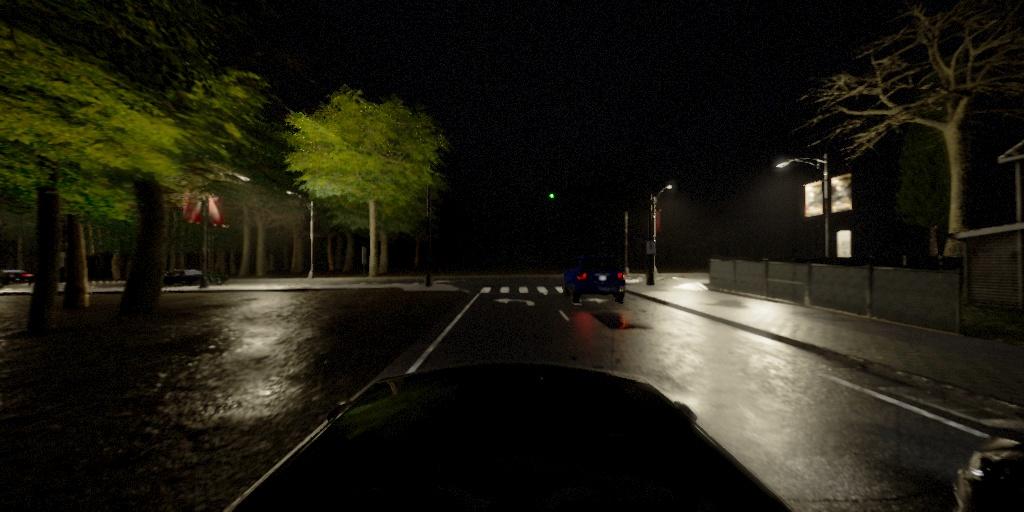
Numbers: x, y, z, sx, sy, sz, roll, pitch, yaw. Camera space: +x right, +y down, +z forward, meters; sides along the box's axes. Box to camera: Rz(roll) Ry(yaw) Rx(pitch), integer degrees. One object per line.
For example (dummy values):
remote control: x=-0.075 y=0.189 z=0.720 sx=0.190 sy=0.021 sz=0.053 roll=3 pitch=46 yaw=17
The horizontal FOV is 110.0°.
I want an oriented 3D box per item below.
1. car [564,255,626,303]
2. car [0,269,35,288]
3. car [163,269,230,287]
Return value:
car: x=3.728 y=0.975 z=16.910 sx=2.150 sy=2.045 sz=5.566 roll=0 pitch=0 yaw=3
car: x=-42.819 y=1.859 z=29.844 sx=4.902 sy=1.511 sz=2.128 roll=-1 pitch=-1 yaw=1
car: x=-23.739 y=1.640 z=26.401 sx=4.718 sy=1.301 sz=1.895 roll=-1 pitch=-1 yaw=0
